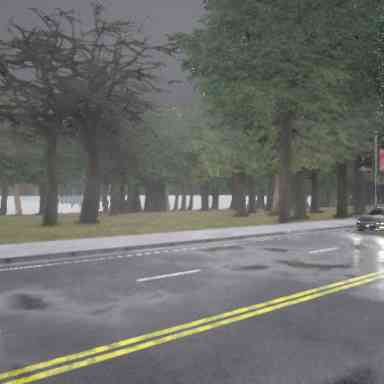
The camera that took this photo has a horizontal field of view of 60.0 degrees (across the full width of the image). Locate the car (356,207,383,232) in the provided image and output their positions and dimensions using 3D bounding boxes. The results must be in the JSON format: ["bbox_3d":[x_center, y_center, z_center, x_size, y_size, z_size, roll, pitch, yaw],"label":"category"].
[{"bbox_3d":[11.880,1.665,20.197,4.892,1.490,1.837,1,0,-36],"label":"car"}]
